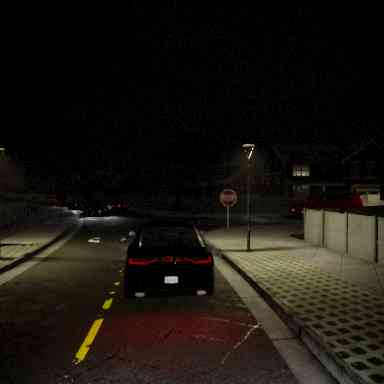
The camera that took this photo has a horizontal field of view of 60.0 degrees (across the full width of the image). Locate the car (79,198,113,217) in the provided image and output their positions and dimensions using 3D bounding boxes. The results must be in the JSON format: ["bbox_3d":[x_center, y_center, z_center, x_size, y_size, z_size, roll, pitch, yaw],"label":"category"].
[{"bbox_3d":[-9.157,1.479,31.362,1.837,1.490,4.892,0,0,-26],"label":"car"}]

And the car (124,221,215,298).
[{"bbox_3d":[-0.636,1.474,8.626,1.882,1.535,5.008,0,0,-6],"label":"car"}]

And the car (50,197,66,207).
[{"bbox_3d":[-20.357,1.454,51.193,1.882,1.535,5.008,0,0,-36],"label":"car"}]

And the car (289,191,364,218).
[{"bbox_3d":[10.461,0.995,25.847,5.566,2.045,2.150,-1,0,-9],"label":"car"}]

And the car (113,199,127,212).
[{"bbox_3d":[-8.687,1.510,37.276,2.033,1.411,5.357,0,0,-24],"label":"car"}]

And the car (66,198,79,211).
[{"bbox_3d":[-14.089,1.495,41.394,1.812,1.442,4.674,0,0,-29],"label":"car"}]
